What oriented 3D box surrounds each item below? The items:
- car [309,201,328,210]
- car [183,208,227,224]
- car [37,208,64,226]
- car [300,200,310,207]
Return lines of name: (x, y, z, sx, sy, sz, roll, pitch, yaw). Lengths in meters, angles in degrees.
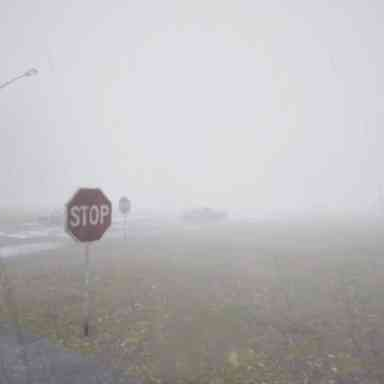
car: (23.418, 2.443, 60.678, 1.812, 1.442, 4.674, 0, 0, 36)
car: (1.309, 2.077, 30.002, 1.895, 1.301, 4.718, 0, 0, 36)
car: (-9.586, 1.915, 26.879, 2.033, 1.411, 5.357, 0, 0, 36)
car: (26.321, 2.576, 76.669, 2.128, 1.511, 4.902, 0, 0, 36)
